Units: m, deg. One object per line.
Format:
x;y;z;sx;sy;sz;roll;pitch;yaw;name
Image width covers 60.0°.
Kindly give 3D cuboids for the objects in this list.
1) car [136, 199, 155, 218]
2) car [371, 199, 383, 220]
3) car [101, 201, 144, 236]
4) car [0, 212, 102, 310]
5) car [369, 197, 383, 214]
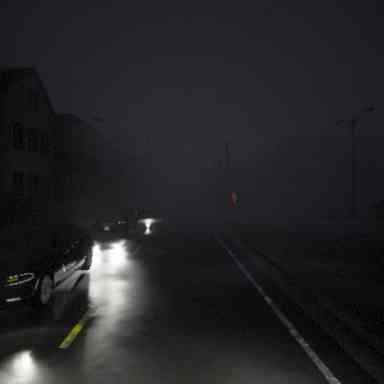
-4.506;1.453;30.328;1.882;1.535;5.008;0;0;-1;car
14.708;1.333;23.003;2.007;1.523;4.514;0;0;-2;car
-4.164;1.487;18.481;2.128;1.511;4.902;0;0;-2;car
-3.831;1.492;8.109;1.882;1.535;5.008;0;0;-2;car
18.115;1.227;30.179;1.970;1.475;3.806;0;0;-2;car
